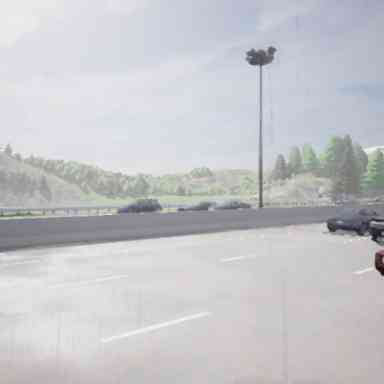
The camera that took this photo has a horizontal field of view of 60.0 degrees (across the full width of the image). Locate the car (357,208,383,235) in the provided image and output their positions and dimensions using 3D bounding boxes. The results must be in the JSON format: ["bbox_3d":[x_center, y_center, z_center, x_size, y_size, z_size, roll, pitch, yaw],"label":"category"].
[{"bbox_3d":[9.970,1.518,15.164,4.902,1.511,2.128,0,0,-36],"label":"car"}]

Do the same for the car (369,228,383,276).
[{"bbox_3d":[6.703,1.615,8.482,4.718,1.301,1.895,0,0,-36],"label":"car"}]

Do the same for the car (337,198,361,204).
[{"bbox_3d":[27.138,1.701,57.648,4.718,1.301,1.895,0,0,-35],"label":"car"}]

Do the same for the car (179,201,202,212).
[{"bbox_3d":[1.231,1.635,34.934,5.357,1.411,2.033,0,0,-35],"label":"car"}]

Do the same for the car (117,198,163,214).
[{"bbox_3d":[-5.399,1.445,34.524,4.553,1.767,2.097,0,0,-35],"label":"car"}]

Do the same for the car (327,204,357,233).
[{"bbox_3d":[9.684,1.601,19.263,4.181,1.385,1.994,0,0,-36],"label":"car"}]

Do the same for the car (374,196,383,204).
[{"bbox_3d":[25.699,1.627,43.702,5.357,1.411,2.033,0,0,-38],"label":"car"}]

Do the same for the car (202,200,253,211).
[{"bbox_3d":[3.778,1.571,32.460,4.902,1.511,2.128,0,0,-35],"label":"car"}]
